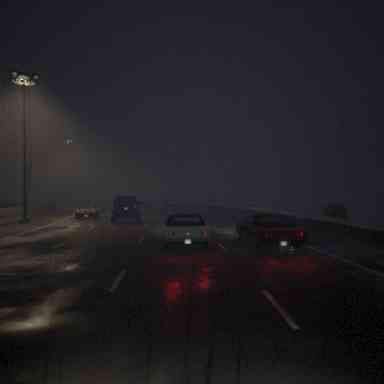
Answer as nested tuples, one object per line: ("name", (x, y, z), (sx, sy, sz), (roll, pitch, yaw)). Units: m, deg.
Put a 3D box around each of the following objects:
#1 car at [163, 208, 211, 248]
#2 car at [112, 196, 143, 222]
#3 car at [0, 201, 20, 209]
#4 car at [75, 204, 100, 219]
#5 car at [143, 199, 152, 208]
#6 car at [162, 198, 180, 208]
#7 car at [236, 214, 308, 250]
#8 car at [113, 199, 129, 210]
("car", (-0.356, 1.644, 15.124), (1.895, 1.301, 4.718), (-1, 0, -5))
("car", (-5.510, 1.353, 27.879), (2.150, 2.045, 5.566), (0, 0, -10))
("car", (-23.443, 1.905, 42.509), (2.033, 1.411, 5.357), (-1, 0, -15))
("car", (-9.695, 1.785, 31.288), (1.895, 1.301, 4.718), (-1, 0, -11))
("car", (-7.431, 1.736, 50.767), (1.812, 1.442, 4.674), (0, 0, -18))
("car", (-3.132, 1.652, 48.520), (2.128, 1.511, 4.902), (0, 0, -16))
("car", (3.207, 1.605, 14.439), (1.895, 1.301, 4.718), (-1, 0, -4))
("car", (-10.262, 1.739, 48.110), (1.837, 1.490, 4.892), (1, 0, -17))
